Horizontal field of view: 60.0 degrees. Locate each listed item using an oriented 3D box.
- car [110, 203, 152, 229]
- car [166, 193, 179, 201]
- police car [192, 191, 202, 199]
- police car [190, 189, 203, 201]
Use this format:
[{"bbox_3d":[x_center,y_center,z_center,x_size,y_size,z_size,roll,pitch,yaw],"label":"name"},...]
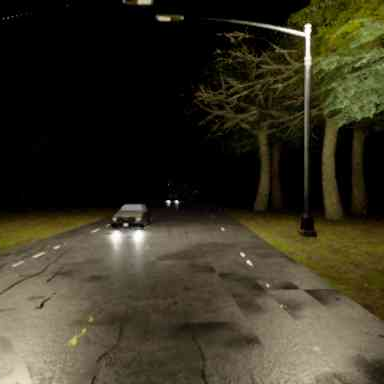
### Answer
[{"bbox_3d":[-3.601,1.386,20.772,2.033,1.411,5.357,0,1,0],"label":"car"},{"bbox_3d":[-3.535,0.884,61.804,1.812,1.442,4.674,0,1,0],"label":"car"},{"bbox_3d":[1.017,0.653,70.343,1.930,1.638,5.238,0,1,0],"label":"police car"},{"bbox_3d":[1.044,0.801,60.338,1.930,1.638,5.238,0,1,0],"label":"police car"}]
